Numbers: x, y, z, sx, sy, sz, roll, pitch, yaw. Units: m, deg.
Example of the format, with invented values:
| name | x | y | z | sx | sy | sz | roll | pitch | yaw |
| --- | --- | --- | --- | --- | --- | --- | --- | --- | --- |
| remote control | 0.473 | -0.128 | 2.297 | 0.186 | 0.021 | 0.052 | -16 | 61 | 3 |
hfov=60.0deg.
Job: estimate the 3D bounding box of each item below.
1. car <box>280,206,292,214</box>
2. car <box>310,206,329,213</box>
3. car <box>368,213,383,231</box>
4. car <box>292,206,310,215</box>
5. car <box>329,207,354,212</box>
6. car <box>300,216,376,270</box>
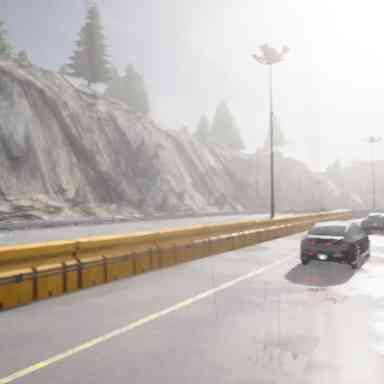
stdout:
| name | x | y | z | sx | sy | sz | roll | pitch | yaw |
| --- | --- | --- | --- | --- | --- | --- | --- | --- | --- |
| car | 18.366 | 3.450 | 62.683 | 4.674 | 1.442 | 1.812 | 1 | -3 | -44 |
| car | 22.755 | 3.323 | 57.229 | 4.718 | 1.301 | 1.895 | 1 | -3 | -44 |
| car | 14.237 | 2.308 | 25.355 | 1.994 | 1.385 | 4.181 | -2 | -2 | 36 |
| car | 20.561 | 3.327 | 59.961 | 4.892 | 1.490 | 1.837 | 1 | -3 | -44 |
| car | 24.958 | 3.168 | 54.502 | 5.357 | 1.411 | 2.033 | 1 | -3 | -44 |
| car | 5.610 | 1.894 | 12.779 | 1.837 | 1.490 | 4.892 | -2 | -2 | 35 |
